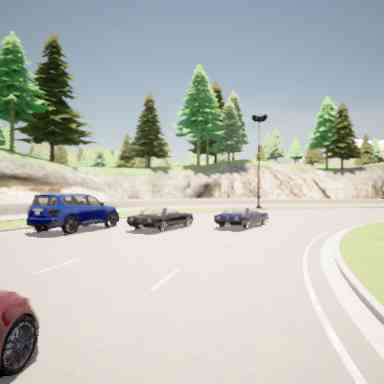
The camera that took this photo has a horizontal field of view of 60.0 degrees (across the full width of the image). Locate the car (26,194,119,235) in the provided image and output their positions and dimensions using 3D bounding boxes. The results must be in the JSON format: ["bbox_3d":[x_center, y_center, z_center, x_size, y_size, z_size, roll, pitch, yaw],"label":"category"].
[{"bbox_3d":[-6.361,1.106,18.437,2.150,2.045,5.566,0,0,23],"label":"car"}]

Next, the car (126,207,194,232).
[{"bbox_3d":[-1.690,1.534,19.646,1.895,1.301,4.718,1,0,27],"label":"car"}]

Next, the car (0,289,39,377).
[{"bbox_3d":[-3.081,1.485,2.577,1.812,1.442,4.674,0,0,4],"label":"car"}]

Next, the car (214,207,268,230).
[{"bbox_3d":[3.284,1.584,21.324,1.895,1.301,4.718,1,0,32],"label":"car"}]
